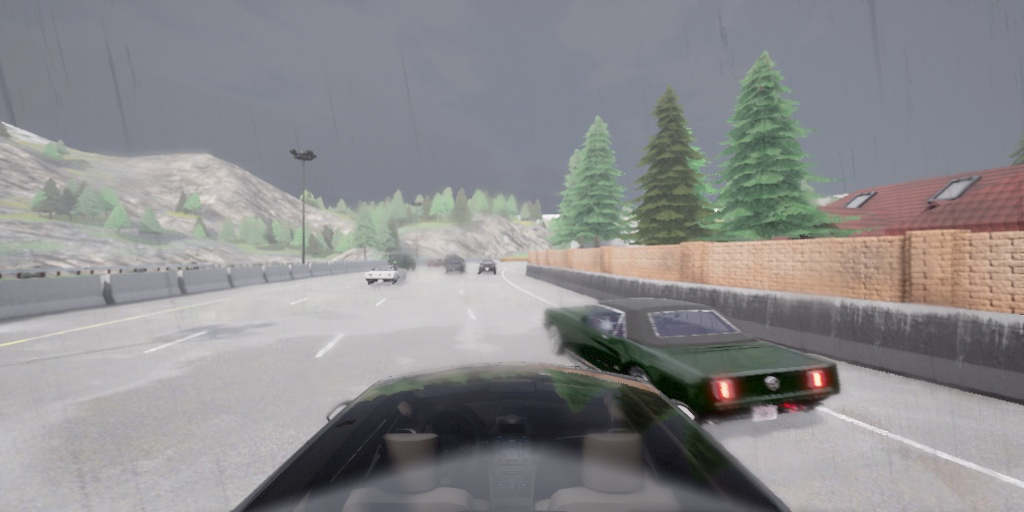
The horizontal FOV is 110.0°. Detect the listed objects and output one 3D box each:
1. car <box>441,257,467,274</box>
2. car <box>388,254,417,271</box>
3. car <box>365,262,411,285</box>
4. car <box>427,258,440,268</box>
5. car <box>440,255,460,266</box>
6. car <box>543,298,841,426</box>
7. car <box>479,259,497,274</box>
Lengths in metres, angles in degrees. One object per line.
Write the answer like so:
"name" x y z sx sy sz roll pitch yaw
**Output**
"car" -6.117 1.142 39.742 2.128 1.511 4.902 0 0 -1
"car" -13.179 0.843 43.150 2.150 2.045 5.566 0 0 0
"car" -8.751 1.277 25.400 1.895 1.301 4.718 0 0 -6
"car" -12.341 1.121 58.440 1.812 1.442 4.674 0 0 6
"car" -9.077 0.829 56.438 2.150 2.045 5.566 0 0 6
"car" 2.088 1.347 5.882 1.895 1.301 4.718 0 0 -14
"car" -2.638 1.186 39.662 1.812 1.442 4.674 0 0 -1
